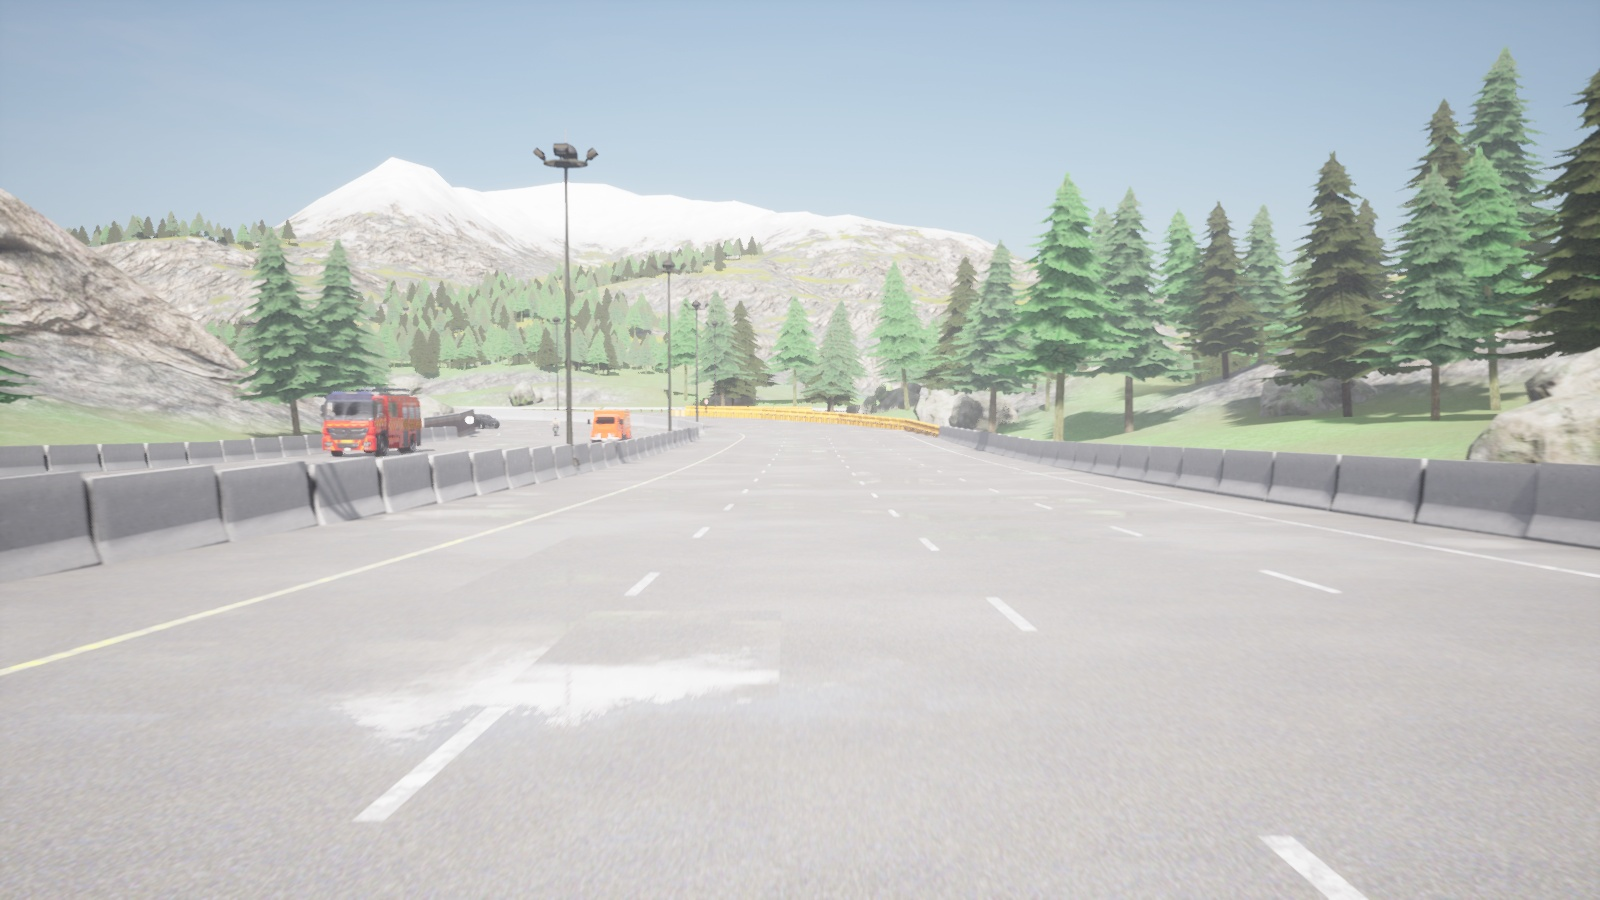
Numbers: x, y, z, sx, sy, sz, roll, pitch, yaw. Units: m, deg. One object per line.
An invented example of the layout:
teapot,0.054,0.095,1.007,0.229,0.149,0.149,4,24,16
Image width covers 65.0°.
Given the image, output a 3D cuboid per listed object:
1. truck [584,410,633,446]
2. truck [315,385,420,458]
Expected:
truck,-13.480,-1.618,88.796,2.627,2.467,5.204,0,2,0
truck,-24.084,-1.634,70.432,2.891,3.827,8.468,0,2,0
